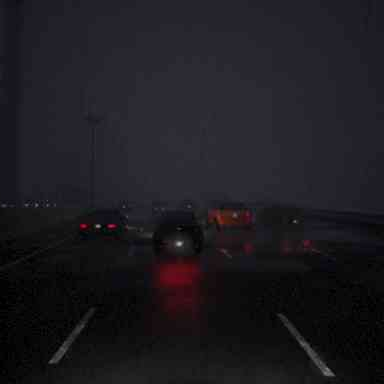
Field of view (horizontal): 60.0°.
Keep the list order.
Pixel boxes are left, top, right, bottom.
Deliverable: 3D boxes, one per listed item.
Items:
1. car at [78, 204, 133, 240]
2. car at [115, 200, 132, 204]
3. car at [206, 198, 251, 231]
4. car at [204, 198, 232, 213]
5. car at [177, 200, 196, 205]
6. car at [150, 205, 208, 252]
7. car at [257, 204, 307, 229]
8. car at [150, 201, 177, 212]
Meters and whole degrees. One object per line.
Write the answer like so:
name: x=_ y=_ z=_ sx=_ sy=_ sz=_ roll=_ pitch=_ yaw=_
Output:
car: x=-4.391 y=1.553 z=17.059 sx=2.033 sy=1.411 sz=5.357 roll=0 pitch=0 yaw=-6
car: x=-7.740 y=1.574 z=37.877 sx=1.994 sy=1.385 sz=4.181 roll=0 pitch=0 yaw=-12
car: x=2.176 y=1.353 z=20.945 sx=2.097 sy=1.767 sz=4.553 roll=0 pitch=0 yaw=-7
car: x=2.904 y=1.508 z=38.293 sx=1.837 sy=1.490 sz=4.892 roll=0 pitch=0 yaw=-12
car: x=-0.700 y=1.570 z=38.401 sx=1.994 sy=1.385 sz=4.181 roll=0 pitch=0 yaw=-12
car: x=-0.620 y=1.509 z=13.858 sx=1.837 sy=1.490 sz=4.892 roll=0 pitch=0 yaw=-4
car: x=5.646 y=1.492 z=21.498 sx=2.128 sy=1.511 sz=4.902 roll=0 pitch=0 yaw=-7
car: x=-3.082 y=1.554 z=32.650 sx=2.033 sy=1.411 sz=5.357 roll=0 pitch=0 yaw=-10
